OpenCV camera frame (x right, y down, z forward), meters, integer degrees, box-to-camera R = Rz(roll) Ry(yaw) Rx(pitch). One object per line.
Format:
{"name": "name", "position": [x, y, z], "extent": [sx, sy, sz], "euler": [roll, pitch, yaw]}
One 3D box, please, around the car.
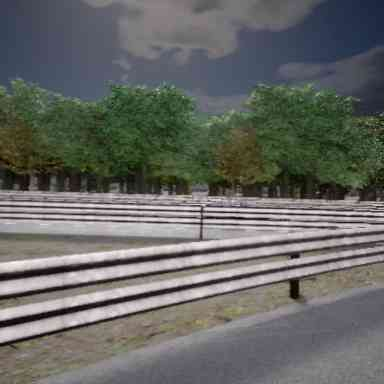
{"name": "car", "position": [3.130, 1.223, 18.984], "extent": [4.902, 1.511, 2.128], "euler": [2, 0, 0]}
